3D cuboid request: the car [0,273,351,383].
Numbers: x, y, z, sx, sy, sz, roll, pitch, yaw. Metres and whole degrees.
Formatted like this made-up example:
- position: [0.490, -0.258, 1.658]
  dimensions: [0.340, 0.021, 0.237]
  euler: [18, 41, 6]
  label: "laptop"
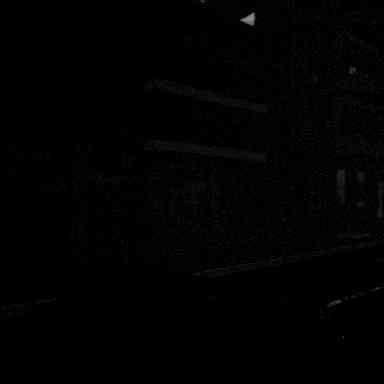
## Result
- position: [-0.557, 1.523, 2.672]
  dimensions: [4.674, 1.442, 1.812]
  euler: [0, 0, -35]
  label: "car"
